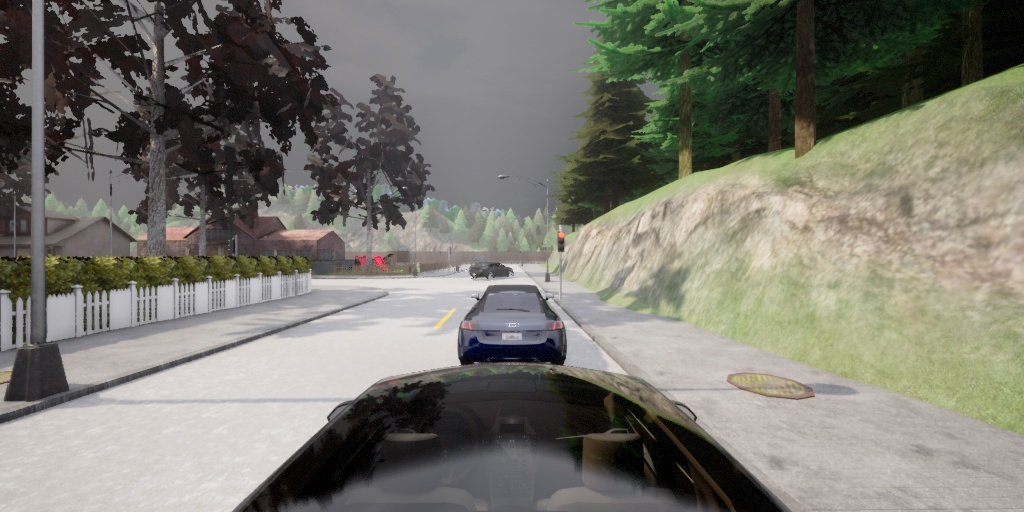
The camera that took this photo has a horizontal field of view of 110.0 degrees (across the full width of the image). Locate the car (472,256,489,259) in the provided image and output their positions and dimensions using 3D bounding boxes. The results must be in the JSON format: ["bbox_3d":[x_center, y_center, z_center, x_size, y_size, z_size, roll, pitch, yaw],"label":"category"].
[{"bbox_3d":[-4.513,0.972,49.473,2.150,2.045,5.566,0,0,0],"label":"car"}]

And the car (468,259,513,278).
[{"bbox_3d":[-1.768,1.255,31.481,1.837,1.490,4.892,2,1,34],"label":"car"}]

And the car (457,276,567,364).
[{"bbox_3d":[0.008,1.314,7.986,1.994,1.385,4.181,0,0,0],"label":"car"}]
